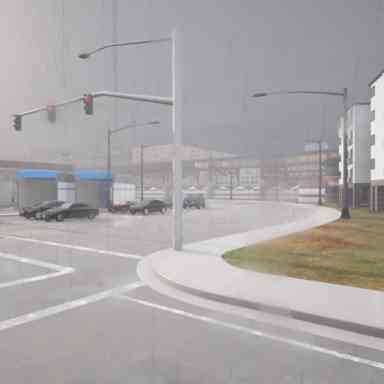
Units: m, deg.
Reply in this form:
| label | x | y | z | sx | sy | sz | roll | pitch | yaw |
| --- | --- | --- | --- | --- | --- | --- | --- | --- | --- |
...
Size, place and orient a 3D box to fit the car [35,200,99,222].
| label | x | y | z | sx | sy | sz | roll | pitch | yaw |
| --- | --- | --- | --- | --- | --- | --- | --- | --- | --- |
| car | -9.590 | 1.526 | 26.544 | 1.812 | 1.442 | 4.674 | 0 | 0 | 36 |

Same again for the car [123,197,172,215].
| label | x | y | z | sx | sy | sz | roll | pitch | yaw |
| --- | --- | --- | --- | --- | --- | --- | --- | --- | --- |
| car | -4.459 | 1.505 | 34.031 | 1.837 | 1.490 | 4.892 | 0 | 0 | 30 |

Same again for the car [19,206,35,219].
| label | x | y | z | sx | sy | sz | roll | pitch | yaw |
| --- | --- | --- | --- | --- | --- | --- | --- | --- | --- |
| car | -12.299 | 1.505 | 28.770 | 1.837 | 1.490 | 4.892 | 0 | 0 | 36 |

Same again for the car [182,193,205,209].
| label | x | y | z | sx | sy | sz | roll | pitch | yaw |
| --- | --- | --- | --- | --- | --- | --- | --- | --- | --- |
| car | 0.300 | 1.220 | 44.823 | 2.150 | 2.045 | 5.566 | 0 | 0 | 15 |

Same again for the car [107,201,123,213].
| label | x | y | z | sx | sy | sz | roll | pitch | yaw |
| --- | --- | --- | --- | --- | --- | --- | --- | --- | --- |
| car | -7.067 | 1.601 | 36.378 | 1.895 | 1.301 | 4.718 | 0 | 0 | 30 |
